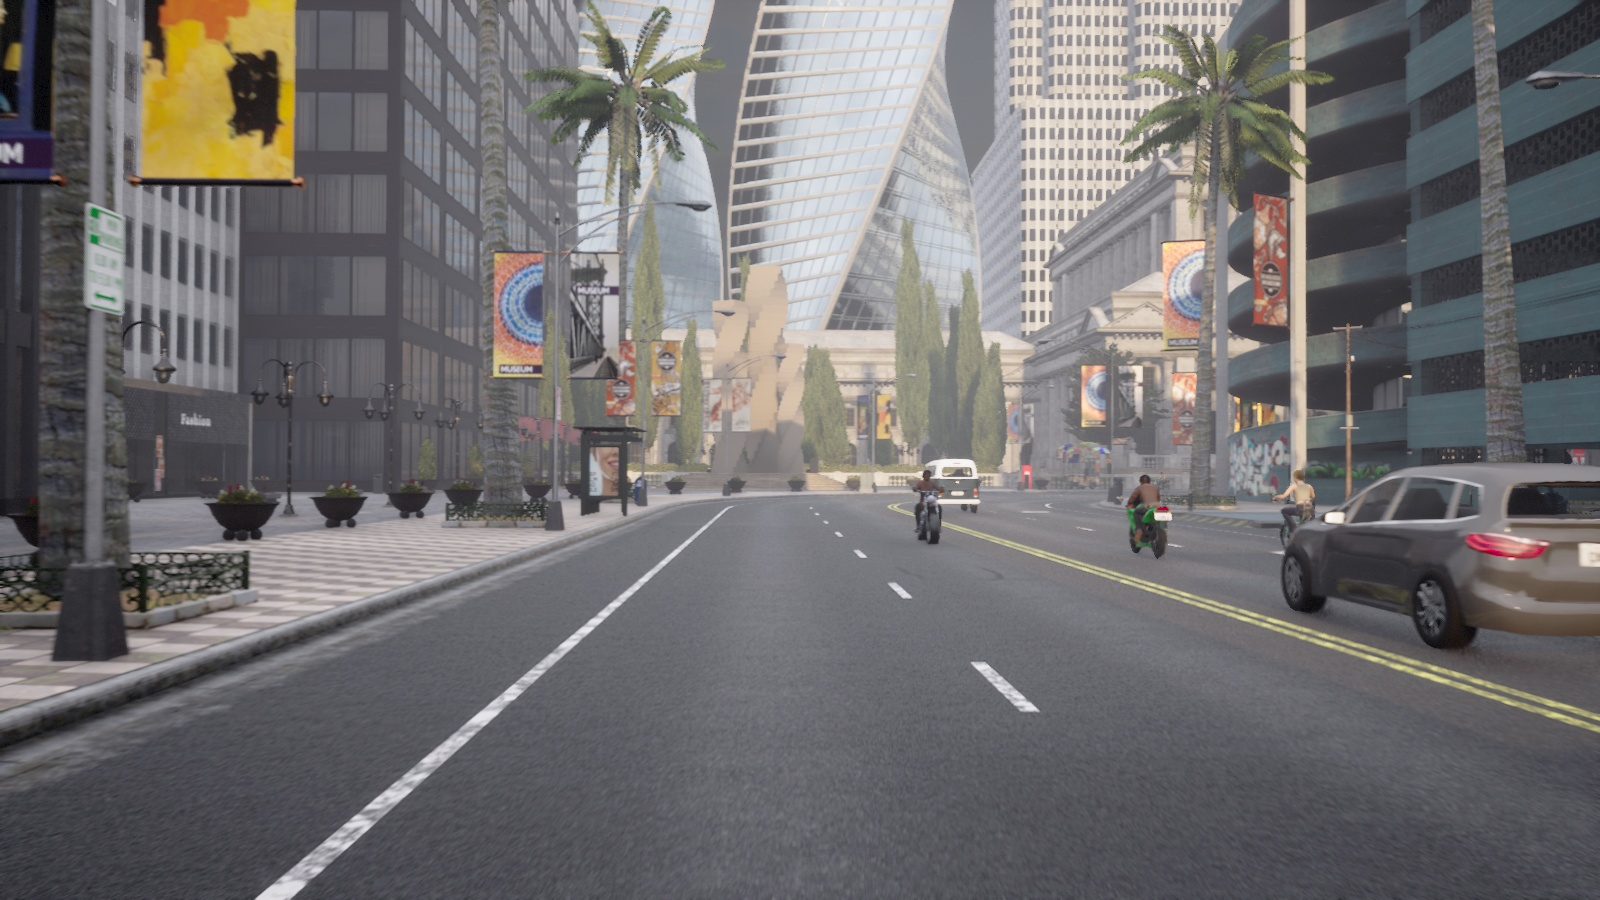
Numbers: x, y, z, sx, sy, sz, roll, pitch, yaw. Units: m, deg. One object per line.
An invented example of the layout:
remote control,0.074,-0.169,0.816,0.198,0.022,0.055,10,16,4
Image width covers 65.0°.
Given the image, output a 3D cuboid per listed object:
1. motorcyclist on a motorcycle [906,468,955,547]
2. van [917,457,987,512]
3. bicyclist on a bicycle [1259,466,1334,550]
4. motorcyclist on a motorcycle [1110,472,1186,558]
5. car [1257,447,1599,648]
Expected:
motorcyclist on a motorcycle,2.838,1.215,27.491,0.766,1.649,2.350,0,-1,-1
van,5.865,1.336,48.924,2.069,2.038,4.480,0,-1,-1
bicyclist on a bicycle,9.899,1.135,25.099,0.866,1.612,1.509,0,-1,-2
motorcyclist on a motorcycle,6.433,1.164,23.330,0.797,1.523,2.044,0,-1,-1
car,6.670,0.849,12.797,2.242,1.667,4.611,0,-1,-1
